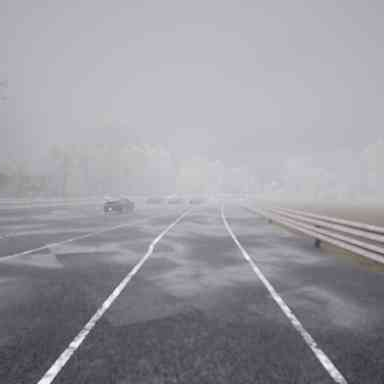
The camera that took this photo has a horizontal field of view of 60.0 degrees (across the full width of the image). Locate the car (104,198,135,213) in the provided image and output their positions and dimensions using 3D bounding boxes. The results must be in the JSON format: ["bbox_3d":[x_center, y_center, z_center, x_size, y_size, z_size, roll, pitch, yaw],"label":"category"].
[{"bbox_3d":[-7.292,1.342,33.782,1.837,1.490,4.892,0,0,10],"label":"car"}]

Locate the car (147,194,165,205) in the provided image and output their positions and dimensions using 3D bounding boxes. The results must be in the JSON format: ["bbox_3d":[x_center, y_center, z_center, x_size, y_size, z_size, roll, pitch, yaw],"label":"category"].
[{"bbox_3d":[-6.258,1.233,57.929,2.097,1.767,4.553,0,0,12],"label":"car"}]

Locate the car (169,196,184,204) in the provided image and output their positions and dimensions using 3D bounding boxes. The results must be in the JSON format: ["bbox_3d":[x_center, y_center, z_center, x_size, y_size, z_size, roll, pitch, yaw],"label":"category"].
[{"bbox_3d":[-2.665,1.446,57.972,1.994,1.385,4.181,0,0,12],"label":"car"}]

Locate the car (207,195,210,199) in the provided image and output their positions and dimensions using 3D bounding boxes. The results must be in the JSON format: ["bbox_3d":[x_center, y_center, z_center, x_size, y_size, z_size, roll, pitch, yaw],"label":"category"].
[{"bbox_3d":[2.309,1.285,80.389,2.097,1.767,4.553,0,0,13],"label":"car"}]

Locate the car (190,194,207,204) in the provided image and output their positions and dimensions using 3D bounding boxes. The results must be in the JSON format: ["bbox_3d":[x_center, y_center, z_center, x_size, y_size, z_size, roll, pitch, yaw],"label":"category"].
[{"bbox_3d":[0.908,1.446,57.965,1.994,1.385,4.181,0,0,12],"label":"car"}]
